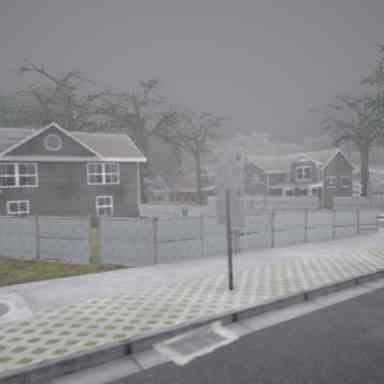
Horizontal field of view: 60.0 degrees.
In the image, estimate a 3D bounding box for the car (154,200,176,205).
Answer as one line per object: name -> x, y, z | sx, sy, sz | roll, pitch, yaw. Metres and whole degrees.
car -> -3.931, 1.922, 47.637 | 1.837, 1.490, 4.892 | -3, 1, -35
